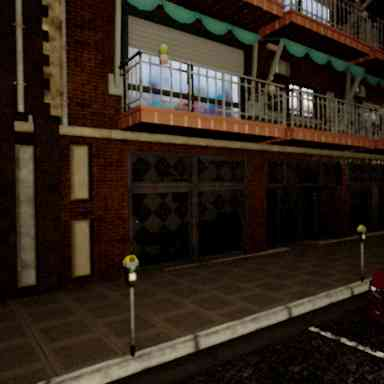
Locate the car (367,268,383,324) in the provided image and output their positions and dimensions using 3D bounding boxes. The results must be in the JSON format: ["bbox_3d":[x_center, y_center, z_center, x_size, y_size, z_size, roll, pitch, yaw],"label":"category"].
[{"bbox_3d":[4.840,1.453,5.834,4.507,1.381,1.887,-1,0,-35],"label":"car"}]
